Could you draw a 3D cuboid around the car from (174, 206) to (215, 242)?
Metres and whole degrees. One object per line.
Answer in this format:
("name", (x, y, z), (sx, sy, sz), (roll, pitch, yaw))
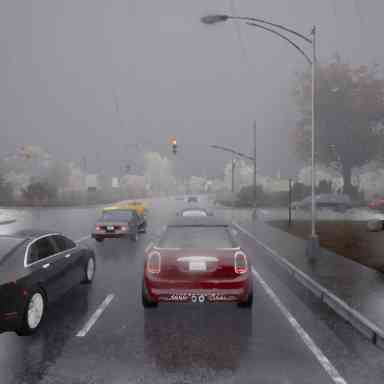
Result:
("car", (0.116, 1.526, 17.152), (1.812, 1.442, 4.674), (0, 0, 0))

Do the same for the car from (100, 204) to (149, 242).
("car", (-3.387, 1.547, 16.358), (2.033, 1.411, 5.357), (0, 0, 0))

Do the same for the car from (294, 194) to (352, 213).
("car", (14.500, 1.222, 36.439), (5.566, 2.045, 2.150), (0, 0, 3))

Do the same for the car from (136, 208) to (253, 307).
("car", (0.107, 1.352, 8.112), (2.097, 1.767, 4.553), (0, 0, 0))

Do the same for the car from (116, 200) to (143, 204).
("car", (-5.652, 1.477, 28.513), (1.882, 1.535, 5.008), (-1, 0, 29))

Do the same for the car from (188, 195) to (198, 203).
("car", (0.125, 1.503, 71.404), (1.837, 1.490, 4.892), (0, 0, 0))

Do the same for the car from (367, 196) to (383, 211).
("car", (23.877, 1.209, 39.431), (5.566, 2.045, 2.150), (0, 0, 3))

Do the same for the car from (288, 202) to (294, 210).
("car", (14.024, 1.504, 39.974), (4.892, 1.490, 1.837), (0, 0, 3))

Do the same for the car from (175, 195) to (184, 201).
("car", (-3.415, 1.545, 85.354), (1.994, 1.385, 4.181), (0, 0, 0))

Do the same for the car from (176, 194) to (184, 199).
("car", (-3.365, 1.402, 95.380), (1.994, 1.385, 4.181), (0, 0, 1))

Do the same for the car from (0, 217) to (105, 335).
("car", (-3.393, 1.505, 6.699), (1.837, 1.490, 4.892), (0, 0, 0))

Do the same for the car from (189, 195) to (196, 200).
("car", (0.136, 1.524, 95.385), (1.812, 1.442, 4.674), (0, 0, 1))
